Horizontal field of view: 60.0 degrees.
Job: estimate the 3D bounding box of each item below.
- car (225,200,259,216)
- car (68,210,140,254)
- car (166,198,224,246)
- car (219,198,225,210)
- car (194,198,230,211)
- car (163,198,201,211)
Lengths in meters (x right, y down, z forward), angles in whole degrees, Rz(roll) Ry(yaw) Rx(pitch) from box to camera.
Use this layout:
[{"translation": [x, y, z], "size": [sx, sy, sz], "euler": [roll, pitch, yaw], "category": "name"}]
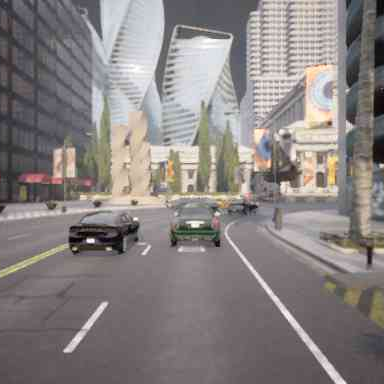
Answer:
[{"translation": [5.155, 1.503, 33.024], "size": [2.128, 1.511, 4.902], "euler": [0, 0, 30], "category": "car"}, {"translation": [-3.364, 1.482, 13.614], "size": [1.882, 1.535, 5.008], "euler": [0, 0, 1], "category": "car"}, {"translation": [0.239, 1.357, 15.473], "size": [2.097, 1.767, 4.553], "euler": [0, 0, 3], "category": "car"}, {"translation": [1.204, 1.363, 33.005], "size": [2.097, 1.767, 4.553], "euler": [0, 0, 27], "category": "car"}, {"translation": [2.552, 1.491, 41.620], "size": [1.882, 1.535, 5.008], "euler": [0, 0, 41], "category": "car"}, {"translation": [-1.211, 1.506, 42.420], "size": [2.128, 1.511, 4.902], "euler": [0, 0, 38], "category": "car"}]
